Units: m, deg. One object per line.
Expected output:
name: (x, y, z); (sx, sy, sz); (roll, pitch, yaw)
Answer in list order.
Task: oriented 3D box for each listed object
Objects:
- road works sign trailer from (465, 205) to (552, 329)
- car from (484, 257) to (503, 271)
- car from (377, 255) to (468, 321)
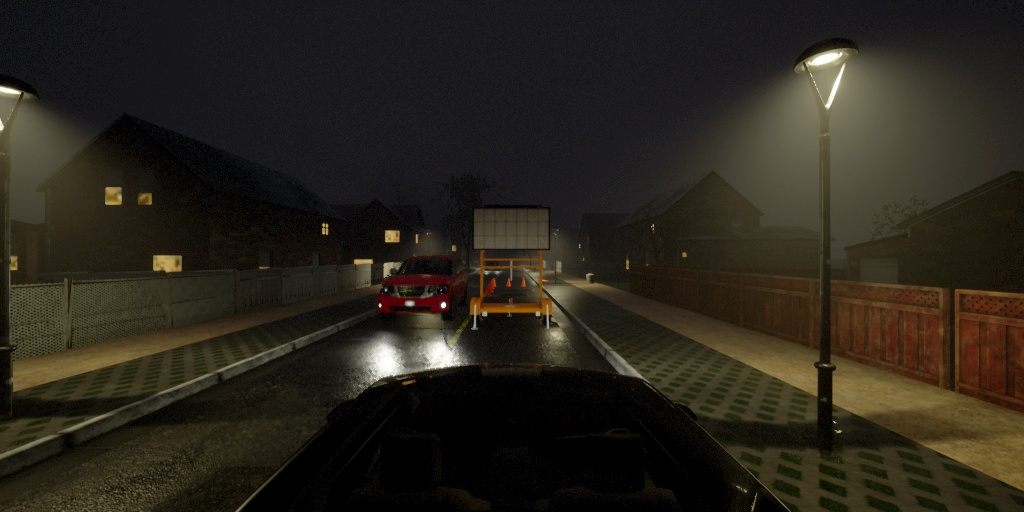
road works sign trailer: (-0.021, 0.222, 11.198); (2.380, 3.560, 2.880); (0, 0, 0)
car: (-2.969, 1.183, 54.395); (2.150, 2.045, 5.566); (0, 0, 0)
car: (-2.874, 0.982, 12.826); (2.150, 2.045, 5.566); (0, 0, 0)
